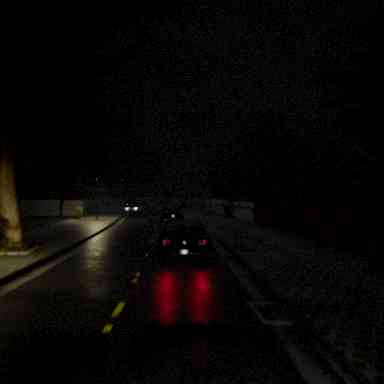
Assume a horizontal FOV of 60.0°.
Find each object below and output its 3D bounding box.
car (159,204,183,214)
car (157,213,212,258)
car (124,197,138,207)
[{"bbox_3d":[-1.839,1.777,29.361,1.882,1.535,5.008,0,0,-7],"label":"car"},{"bbox_3d":[-0.362,1.738,13.368,1.895,1.301,4.718,0,-1,-3],"label":"car"},{"bbox_3d":[-11.833,1.890,64.290,2.150,2.045,5.566,0,-1,-16],"label":"car"}]
